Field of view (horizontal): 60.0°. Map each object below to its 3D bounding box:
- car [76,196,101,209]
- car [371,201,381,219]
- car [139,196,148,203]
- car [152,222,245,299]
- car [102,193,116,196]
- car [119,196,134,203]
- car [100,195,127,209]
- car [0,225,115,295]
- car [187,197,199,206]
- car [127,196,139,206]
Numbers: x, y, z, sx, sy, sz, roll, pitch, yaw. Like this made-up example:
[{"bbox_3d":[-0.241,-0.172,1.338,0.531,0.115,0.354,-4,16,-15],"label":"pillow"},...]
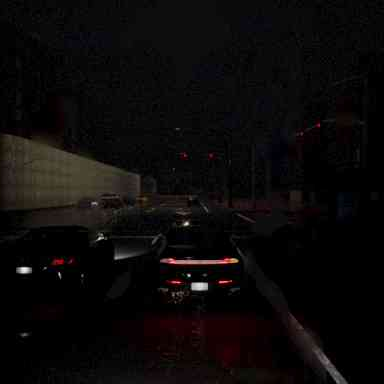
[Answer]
[{"bbox_3d":[-13.992,1.505,44.776,1.837,1.490,4.892,0,0,0],"label":"car"},{"bbox_3d":[14.415,1.491,28.580,4.902,1.511,2.128,0,0,0],"label":"car"},{"bbox_3d":[-10.349,1.478,68.526,1.882,1.535,5.008,0,0,0],"label":"car"},{"bbox_3d":[0.103,1.491,8.425,2.128,1.511,4.902,0,0,-1],"label":"car"},{"bbox_3d":[-13.965,1.223,55.375,2.150,2.045,5.566,0,0,1],"label":"car"},{"bbox_3d":[-13.845,1.539,70.290,2.033,1.411,5.357,0,0,0],"label":"car"},{"bbox_3d":[-10.493,1.525,44.738,1.812,1.442,4.674,0,0,0],"label":"car"},{"bbox_3d":[-3.405,1.564,8.782,1.994,1.385,4.181,0,0,0],"label":"car"},{"bbox_3d":[0.220,1.491,54.323,2.128,1.511,4.902,0,0,0],"label":"car"},{"bbox_3d":[-10.465,1.600,54.138,1.895,1.301,4.718,0,0,0],"label":"car"}]
